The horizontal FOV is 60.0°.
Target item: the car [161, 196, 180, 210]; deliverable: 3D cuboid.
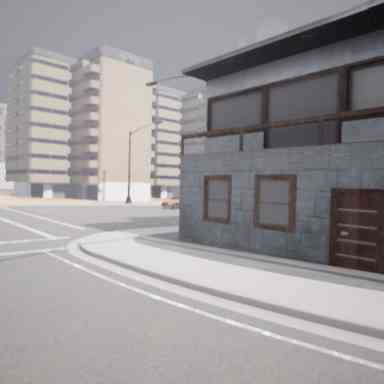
[{"bbox_3d":[-1.680,1.251,41.498,4.553,1.767,2.097,2,0,-43],"label":"car"}]
